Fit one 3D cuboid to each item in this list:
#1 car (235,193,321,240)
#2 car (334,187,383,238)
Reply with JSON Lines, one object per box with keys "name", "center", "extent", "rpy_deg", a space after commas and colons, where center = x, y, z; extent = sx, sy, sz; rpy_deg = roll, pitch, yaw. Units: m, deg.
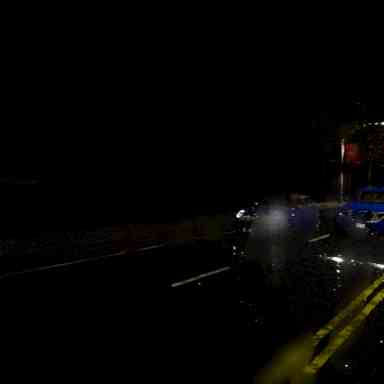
{"name": "car", "center": [3.800, 0.872, 14.303], "extent": [2.097, 1.767, 4.553], "rpy_deg": [3, 3, 41]}
{"name": "car", "center": [7.898, 0.812, 14.032], "extent": [2.150, 2.045, 5.566], "rpy_deg": [3, 3, 41]}
